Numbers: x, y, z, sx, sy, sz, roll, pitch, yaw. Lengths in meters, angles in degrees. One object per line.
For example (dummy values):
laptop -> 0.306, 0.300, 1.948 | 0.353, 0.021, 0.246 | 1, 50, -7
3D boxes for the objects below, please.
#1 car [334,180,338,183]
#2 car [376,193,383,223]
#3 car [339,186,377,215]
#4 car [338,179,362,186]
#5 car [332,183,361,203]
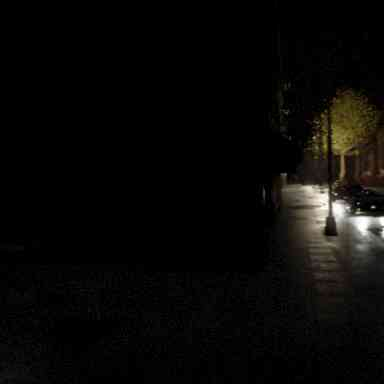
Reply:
car -> 22.936, -1.096, 51.447 | 2.097, 1.767, 4.553 | -1, 2, 17
car -> 7.599, 0.928, 10.584 | 1.837, 1.490, 4.892 | -1, 2, 16
car -> 10.460, 0.565, 20.133 | 1.994, 1.385, 4.181 | -1, 2, 16
car -> 20.076, -0.555, 41.905 | 1.882, 1.535, 5.008 | -1, 2, 17
car -> 13.335, 0.182, 29.672 | 1.895, 1.301, 4.718 | -1, 2, 17
